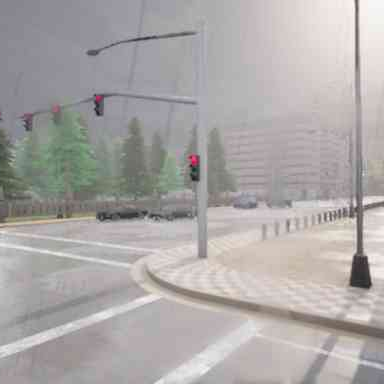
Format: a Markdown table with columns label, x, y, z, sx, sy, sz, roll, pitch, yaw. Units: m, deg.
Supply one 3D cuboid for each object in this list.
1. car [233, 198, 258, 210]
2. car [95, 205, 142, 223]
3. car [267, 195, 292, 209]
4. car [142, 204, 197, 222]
| label | x | y | z | sx | sy | sz | roll | pitch | yaw |
| --- | --- | --- | --- | --- | --- | --- | --- | --- | --- |
| car | 7.728 | 1.587 | 47.799 | 2.097 | 1.767 | 4.553 | -1 | 0 | 36 |
| car | -5.995 | 1.839 | 28.647 | 1.895 | 1.301 | 4.718 | -1 | 0 | 36 |
| car | 12.992 | 1.420 | 49.091 | 2.150 | 2.045 | 5.566 | -1 | -1 | 36 |
| car | -1.499 | 1.746 | 28.923 | 2.033 | 1.411 | 5.357 | -1 | 0 | 36 |
